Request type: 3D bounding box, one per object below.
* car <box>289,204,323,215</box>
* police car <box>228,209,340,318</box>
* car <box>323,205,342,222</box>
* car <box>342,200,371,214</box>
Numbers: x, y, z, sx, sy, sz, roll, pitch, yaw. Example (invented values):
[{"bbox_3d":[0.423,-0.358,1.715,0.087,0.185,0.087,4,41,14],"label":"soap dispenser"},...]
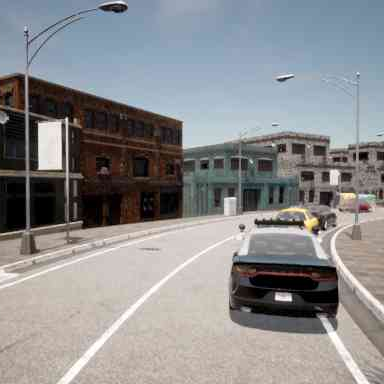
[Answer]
[{"bbox_3d":[5.186,1.473,16.558,1.801,1.575,5.366,1,0,26],"label":"car"},{"bbox_3d":[2.003,1.429,7.705,1.930,1.638,5.238,0,0,13],"label":"police car"},{"bbox_3d":[7.923,1.539,21.232,1.837,1.490,4.892,1,0,34],"label":"car"},{"bbox_3d":[18.216,1.597,37.113,4.674,1.442,1.812,0,1,-35],"label":"car"}]
